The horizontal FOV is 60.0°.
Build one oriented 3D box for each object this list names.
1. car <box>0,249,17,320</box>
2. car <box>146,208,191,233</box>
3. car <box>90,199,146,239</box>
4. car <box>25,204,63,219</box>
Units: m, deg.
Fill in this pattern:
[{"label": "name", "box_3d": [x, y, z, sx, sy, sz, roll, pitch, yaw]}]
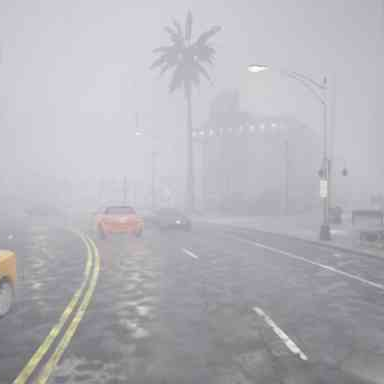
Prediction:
[{"label": "car", "box_3d": [-4.122, 1.510, 4.473, 1.882, 1.535, 5.008, 0, 0, -7]}, {"label": "car", "box_3d": [-1.659, 1.698, 20.790, 1.994, 1.385, 4.181, 0, 0, -25]}, {"label": "car", "box_3d": [-4.303, 1.472, 18.296, 2.097, 1.767, 4.553, 0, 0, -24]}, {"label": "car", "box_3d": [-14.422, 1.816, 32.181, 4.718, 1.301, 1.895, 0, -1, 44]}]
